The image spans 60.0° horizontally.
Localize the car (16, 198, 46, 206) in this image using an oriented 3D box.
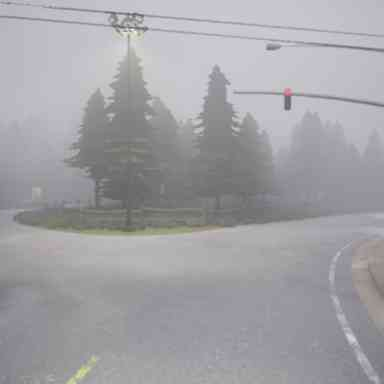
[{"bbox_3d":[-20.844,1.453,43.315,1.812,1.442,4.674,0,0,7],"label":"car"}]
